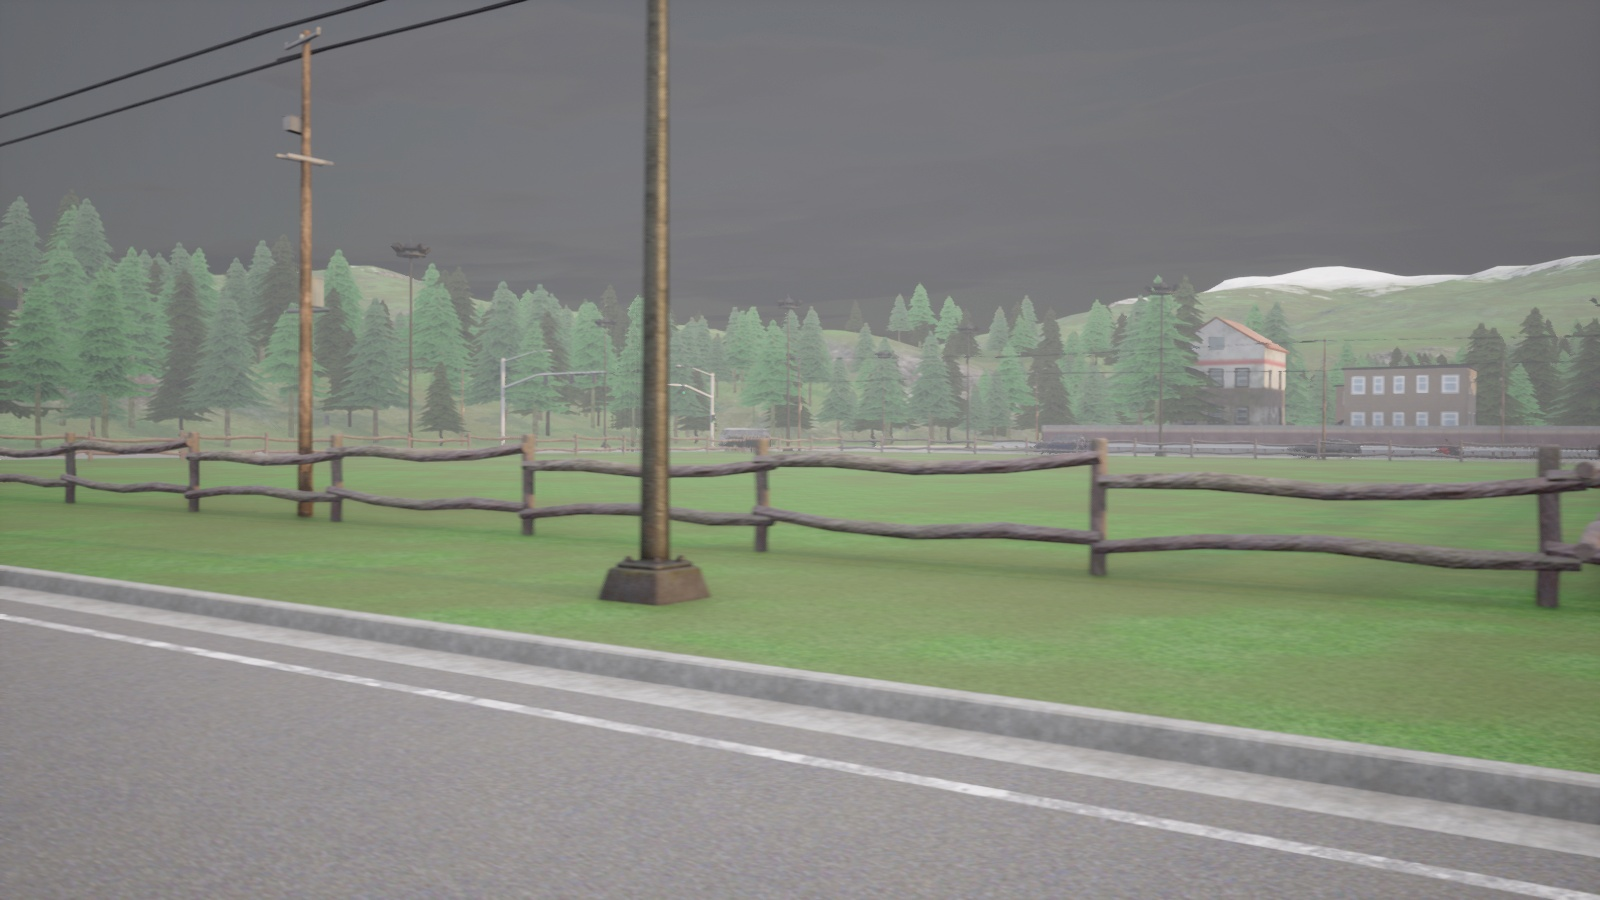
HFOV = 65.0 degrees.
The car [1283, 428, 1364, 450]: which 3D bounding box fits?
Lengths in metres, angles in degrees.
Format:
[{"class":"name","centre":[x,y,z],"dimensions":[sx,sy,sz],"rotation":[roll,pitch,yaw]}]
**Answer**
[{"class":"car","centre":[36.349,-0.738,87.237],"dimensions":[4.892,1.490,1.837],"rotation":[0,1,34]}]
